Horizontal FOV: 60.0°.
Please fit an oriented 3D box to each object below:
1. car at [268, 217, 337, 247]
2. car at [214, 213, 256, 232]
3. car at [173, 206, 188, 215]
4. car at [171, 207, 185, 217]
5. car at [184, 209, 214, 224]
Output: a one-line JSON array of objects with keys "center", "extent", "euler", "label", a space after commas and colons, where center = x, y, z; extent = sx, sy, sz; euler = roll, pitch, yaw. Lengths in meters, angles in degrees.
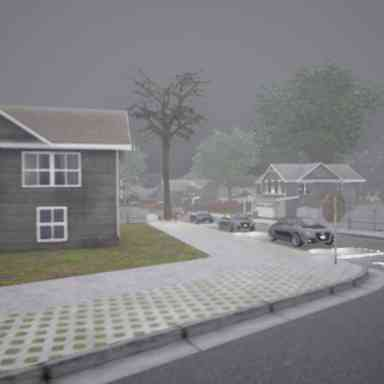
[{"center": [5.806, 2.066, 17.911], "extent": [1.994, 1.385, 4.181], "euler": [-1, -2, -14], "label": "car"}, {"center": [3.558, 2.411, 26.966], "extent": [1.994, 1.385, 4.181], "euler": [-1, -2, -13], "label": "car"}, {"center": [-2.194, 3.478, 62.857], "extent": [1.812, 1.442, 4.674], "euler": [-1, -1, -15], "label": "car"}, {"center": [-2.613, 3.129, 52.793], "extent": [2.097, 1.767, 4.553], "euler": [-1, -1, -14], "label": "car"}, {"center": [0.997, 2.776, 37.549], "extent": [2.033, 1.411, 5.357], "euler": [-1, -2, -13], "label": "car"}]
